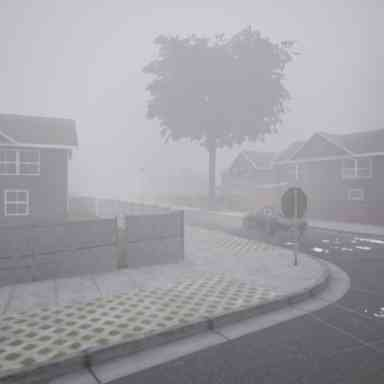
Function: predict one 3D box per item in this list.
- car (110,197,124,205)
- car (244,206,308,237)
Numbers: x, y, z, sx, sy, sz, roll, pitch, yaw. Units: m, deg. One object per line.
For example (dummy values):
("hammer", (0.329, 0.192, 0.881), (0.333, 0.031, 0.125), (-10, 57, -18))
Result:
("car", (-11.958, 1.465, 52.663), (1.812, 1.442, 4.674), (0, 0, -23))
("car", (4.321, 1.494, 17.889), (2.128, 1.511, 4.902), (-1, 0, -12))
